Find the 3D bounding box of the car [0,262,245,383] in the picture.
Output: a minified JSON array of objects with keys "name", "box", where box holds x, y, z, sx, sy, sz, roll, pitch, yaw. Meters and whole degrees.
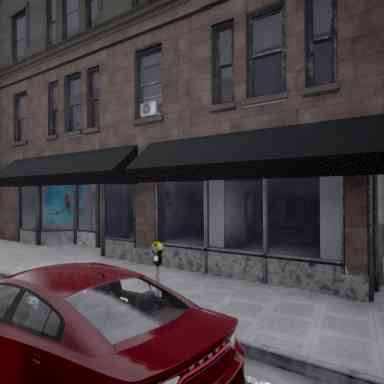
[{"name":"car","box":[-1.591,1.545,3.983,4.507,1.381,1.887,0,0,35]}]
